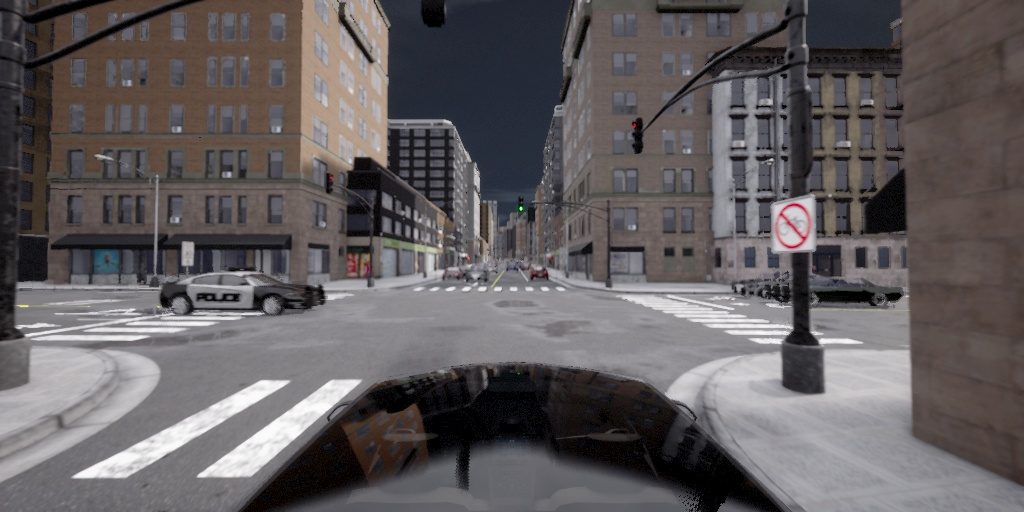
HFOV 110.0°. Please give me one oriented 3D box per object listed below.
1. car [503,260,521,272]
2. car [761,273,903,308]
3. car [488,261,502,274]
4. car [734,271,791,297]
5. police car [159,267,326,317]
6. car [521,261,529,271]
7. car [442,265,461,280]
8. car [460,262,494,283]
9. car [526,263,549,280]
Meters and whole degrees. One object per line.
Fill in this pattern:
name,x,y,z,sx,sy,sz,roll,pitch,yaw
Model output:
car,0.045,1.772,62.235,2.097,1.767,4.553,0,-1,0
car,14.532,1.603,16.393,4.718,1.301,1.895,0,-1,2
car,-3.026,1.796,51.686,2.128,1.511,4.902,0,-1,1
car,14.820,1.564,19.656,4.902,1.511,2.128,0,-1,-2
police car,-9.546,1.231,12.943,5.238,1.638,1.930,0,-1,0
car,2.715,2.019,63.838,1.802,1.307,4.207,0,0,0
car,-5.864,1.708,35.920,1.802,1.307,4.207,0,0,0
car,-3.083,1.579,32.684,2.128,1.511,4.902,0,0,0
car,2.682,1.671,35.911,1.888,1.381,4.507,0,0,0
